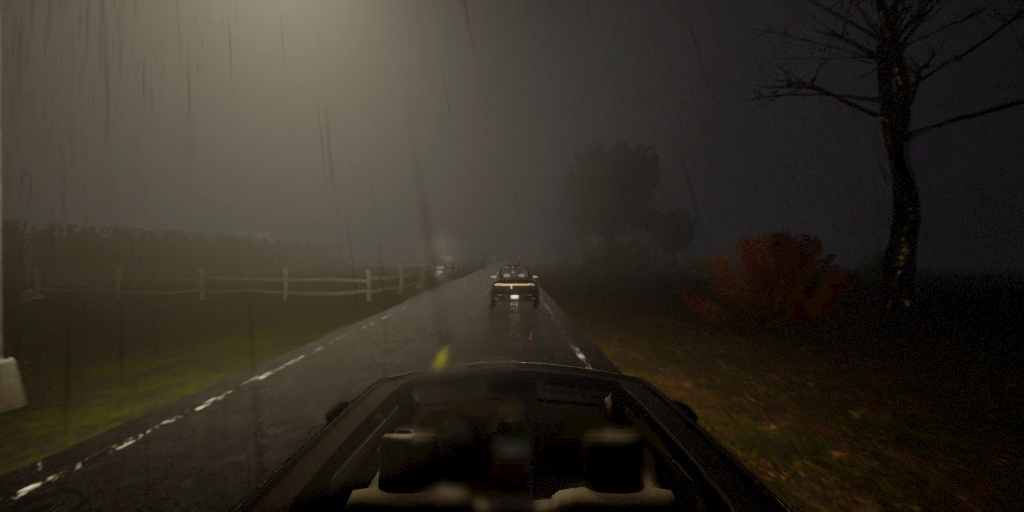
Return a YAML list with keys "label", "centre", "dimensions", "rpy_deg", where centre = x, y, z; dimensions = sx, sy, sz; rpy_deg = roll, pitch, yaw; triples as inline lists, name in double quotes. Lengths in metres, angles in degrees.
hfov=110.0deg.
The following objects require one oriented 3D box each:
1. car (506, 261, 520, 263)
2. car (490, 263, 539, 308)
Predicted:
- label: "car"
  centre: [0.095, 1.260, 34.683]
  dimensions: [2.128, 1.511, 4.902]
  rpy_deg: [0, 0, 0]
- label: "car"
  centre: [0.097, 1.243, 15.165]
  dimensions: [2.128, 1.511, 4.902]
  rpy_deg: [0, 0, 0]
